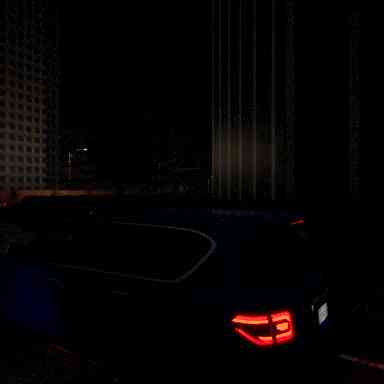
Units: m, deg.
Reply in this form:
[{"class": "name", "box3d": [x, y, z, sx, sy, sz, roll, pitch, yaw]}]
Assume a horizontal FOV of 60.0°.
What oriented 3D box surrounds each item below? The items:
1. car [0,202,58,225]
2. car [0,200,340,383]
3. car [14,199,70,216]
[{"class": "car", "box3d": [-12.874, 1.581, 25.470, 1.812, 1.442, 4.674, 0, 0, 35]}, {"class": "car", "box3d": [-0.958, 1.221, 4.671, 5.566, 2.045, 2.150, 0, 0, 35]}, {"class": "car", "box3d": [-15.403, 1.533, 34.354, 1.882, 1.535, 5.008, 0, 0, 35]}]
